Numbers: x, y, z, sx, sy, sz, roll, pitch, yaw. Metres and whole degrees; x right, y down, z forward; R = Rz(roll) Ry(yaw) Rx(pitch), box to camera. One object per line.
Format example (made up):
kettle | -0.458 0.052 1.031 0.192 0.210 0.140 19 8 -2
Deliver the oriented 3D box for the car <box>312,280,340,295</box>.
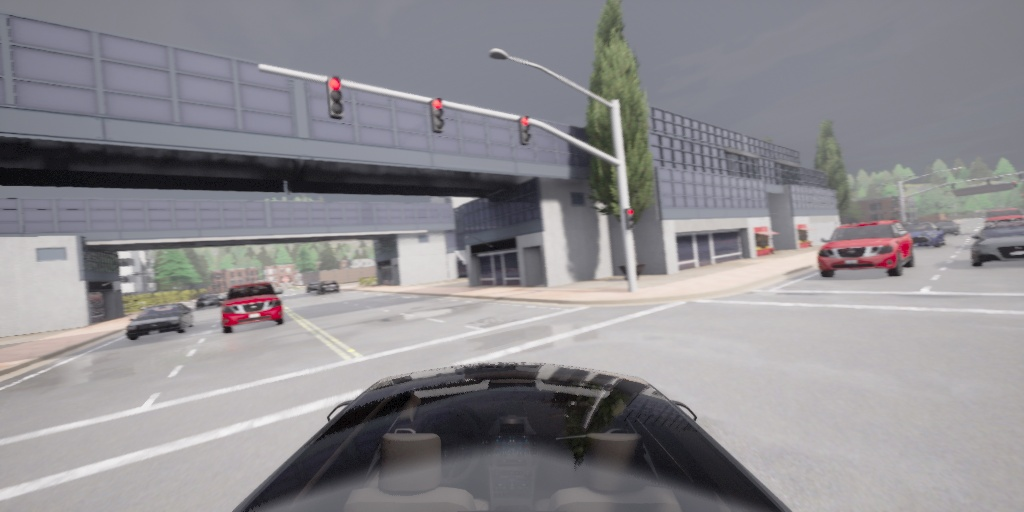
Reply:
car | -21.080 3.587 41.139 2.128 1.511 4.902 -5 0 -36

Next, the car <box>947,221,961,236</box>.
car | 42.560 -2.677 35.331 4.892 1.490 1.837 -5 0 -37

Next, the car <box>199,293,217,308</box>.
car | -30.763 4.512 36.513 2.128 1.511 4.902 -5 -1 -36

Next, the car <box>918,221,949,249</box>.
car | 26.812 -1.398 23.736 4.553 1.767 2.097 -5 -1 -36

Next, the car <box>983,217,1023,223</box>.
car | 27.260 -1.220 19.703 4.718 1.301 1.895 -5 0 -36

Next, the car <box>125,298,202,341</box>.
car | -17.046 3.085 17.615 2.033 1.411 5.357 -5 0 -36

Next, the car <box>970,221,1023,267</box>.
car | 18.523 -0.439 13.208 4.181 1.385 1.994 -5 0 -36

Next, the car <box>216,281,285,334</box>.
car | -12.325 2.287 17.045 2.150 2.045 5.566 -5 0 -37

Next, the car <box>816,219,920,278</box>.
car | 14.211 -0.350 14.380 5.566 2.045 2.150 -6 0 -37

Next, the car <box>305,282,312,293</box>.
car | -27.353 4.266 49.738 2.128 1.511 4.902 -5 0 -34

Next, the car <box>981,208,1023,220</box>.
car | 44.464 -3.228 32.422 5.566 2.045 2.150 -5 -1 -36
